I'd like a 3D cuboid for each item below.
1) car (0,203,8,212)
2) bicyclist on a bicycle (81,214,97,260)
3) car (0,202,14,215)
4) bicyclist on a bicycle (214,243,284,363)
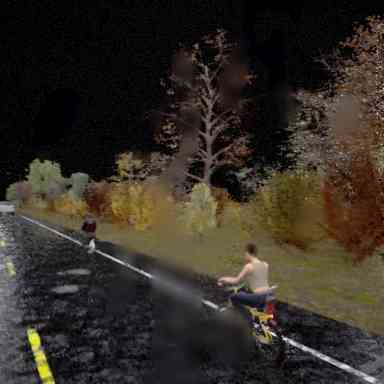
[{"bbox_3d":[-40.160,3.245,70.225,2.097,1.767,4.553,1,-2,-31],"label":"car"},{"bbox_3d":[-4.116,1.728,13.153,0.659,1.776,1.843,1,-2,-31],"label":"bicyclist on a bicycle"},{"bbox_3d":[-31.231,2.717,55.833,2.150,2.045,5.566,1,-2,-32],"label":"car"},{"bbox_3d":[0.841,1.586,5.109,0.866,1.612,1.509,1,-2,-32],"label":"bicyclist on a bicycle"}]
